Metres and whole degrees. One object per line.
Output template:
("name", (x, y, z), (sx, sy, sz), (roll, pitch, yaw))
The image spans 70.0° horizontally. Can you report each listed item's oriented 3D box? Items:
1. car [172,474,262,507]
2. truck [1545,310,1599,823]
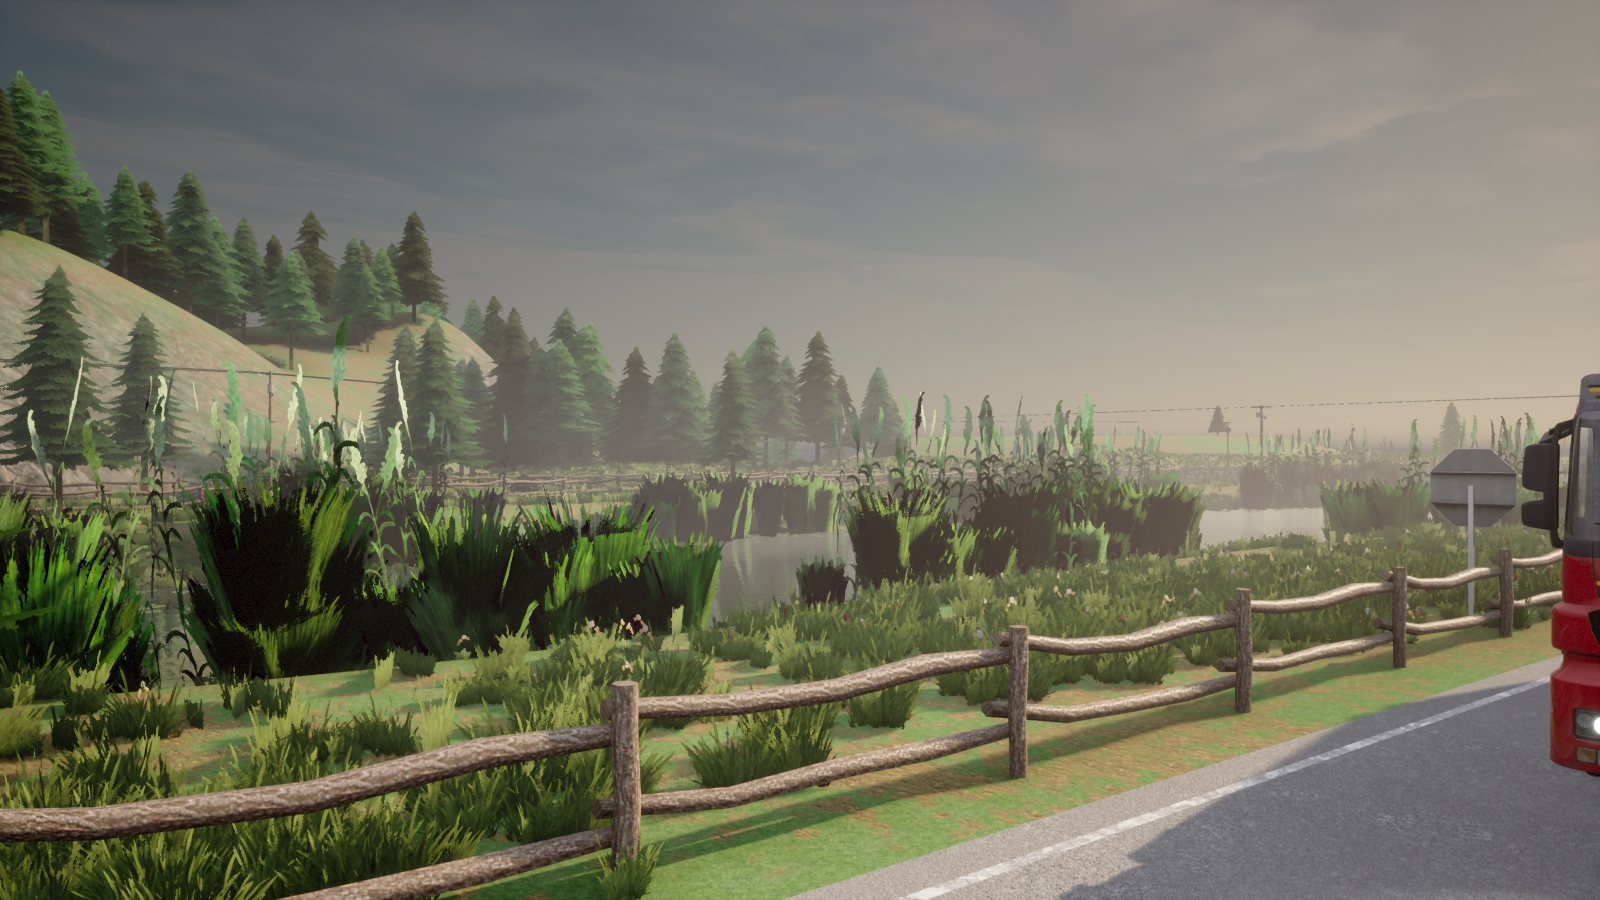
("car", (-29.816, 2.026, 58.455), (1.789, 1.549, 3.705), (0, 0, 42))
("truck", (9.577, 0.862, 10.973), (2.891, 3.827, 8.468), (0, 0, 41))
